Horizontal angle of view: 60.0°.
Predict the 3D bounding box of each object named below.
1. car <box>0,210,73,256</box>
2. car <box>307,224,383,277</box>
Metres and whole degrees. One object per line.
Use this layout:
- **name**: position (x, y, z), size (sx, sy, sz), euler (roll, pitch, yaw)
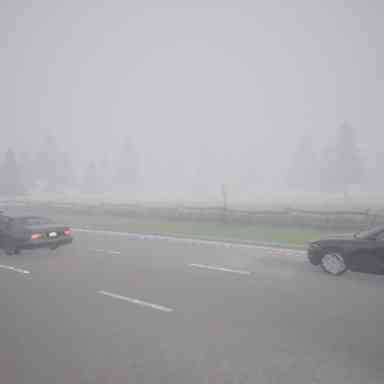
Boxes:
- **car**: position (-7.042, 1.549, 13.153), size (5.357, 1.411, 2.033), euler (0, 0, 33)
- **car**: position (5.585, 1.478, 8.608), size (5.008, 1.535, 1.882), euler (0, 0, 35)
